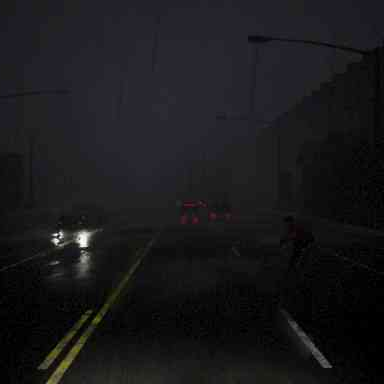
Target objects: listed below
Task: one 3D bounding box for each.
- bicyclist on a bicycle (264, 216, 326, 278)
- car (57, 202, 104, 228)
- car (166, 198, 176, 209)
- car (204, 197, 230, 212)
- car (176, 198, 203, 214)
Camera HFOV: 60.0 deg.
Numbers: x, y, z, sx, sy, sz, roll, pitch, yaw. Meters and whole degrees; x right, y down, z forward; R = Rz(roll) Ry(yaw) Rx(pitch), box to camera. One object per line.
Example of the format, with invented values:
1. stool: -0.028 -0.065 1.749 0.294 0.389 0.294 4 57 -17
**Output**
1. bicyclist on a bicycle: 2.691 1.452 8.694 1.656 1.620 0.582 0 0 -1
2. car: -7.306 1.477 22.192 1.882 1.535 5.008 0 0 0
3. car: -2.143 1.547 46.840 2.033 1.411 5.357 0 0 -21
4. car: 2.944 1.352 38.144 2.097 1.767 4.553 0 0 -4
5. car: -0.377 1.492 35.139 2.128 1.511 4.902 0 0 -3
